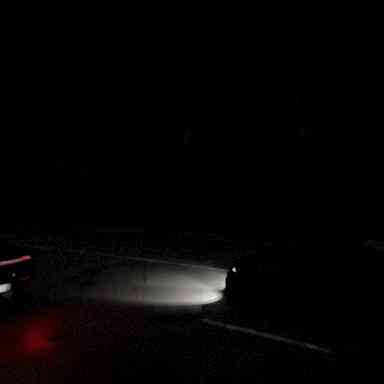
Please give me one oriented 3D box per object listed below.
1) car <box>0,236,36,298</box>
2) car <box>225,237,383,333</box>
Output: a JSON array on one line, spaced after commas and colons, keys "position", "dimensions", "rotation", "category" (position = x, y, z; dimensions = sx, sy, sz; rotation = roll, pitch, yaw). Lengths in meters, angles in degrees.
[{"position": [-5.474, 1.519, 7.166], "dimensions": [4.902, 1.511, 2.128], "rotation": [0, 0, 30], "category": "car"}, {"position": [2.709, 1.545, 6.128], "dimensions": [4.181, 1.385, 1.994], "rotation": [0, 0, 35], "category": "car"}]
